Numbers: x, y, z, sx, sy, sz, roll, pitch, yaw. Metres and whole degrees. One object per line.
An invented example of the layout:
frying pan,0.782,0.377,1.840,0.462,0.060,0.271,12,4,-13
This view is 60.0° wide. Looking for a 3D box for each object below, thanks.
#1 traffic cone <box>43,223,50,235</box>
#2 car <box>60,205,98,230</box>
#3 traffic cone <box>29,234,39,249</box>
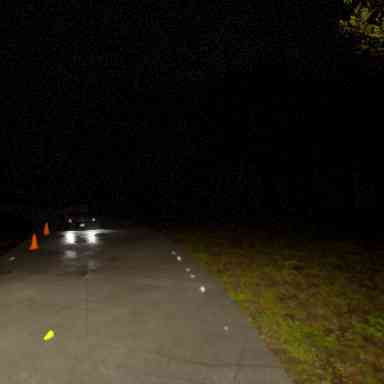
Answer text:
traffic cone,-7.858,1.979,17.947,0.340,0.580,0.340,0,0,-21
car,-7.567,1.563,21.862,2.033,1.411,5.357,0,0,-26
traffic cone,-6.357,1.976,13.409,0.340,0.580,0.340,0,0,-16
